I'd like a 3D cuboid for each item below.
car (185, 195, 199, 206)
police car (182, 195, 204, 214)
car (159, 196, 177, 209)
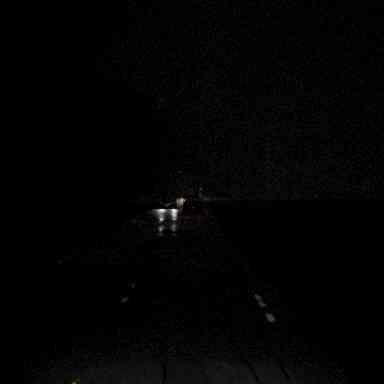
[{"bbox_3d":[0.034,1.183,47.599,1.837,1.490,4.892,0,1,1],"label":"car"},{"bbox_3d":[0.101,1.191,32.050,1.930,1.638,5.238,0,0,0],"label":"police car"},{"bbox_3d":[-2.821,1.241,40.087,1.812,1.442,4.674,0,0,0],"label":"car"}]
